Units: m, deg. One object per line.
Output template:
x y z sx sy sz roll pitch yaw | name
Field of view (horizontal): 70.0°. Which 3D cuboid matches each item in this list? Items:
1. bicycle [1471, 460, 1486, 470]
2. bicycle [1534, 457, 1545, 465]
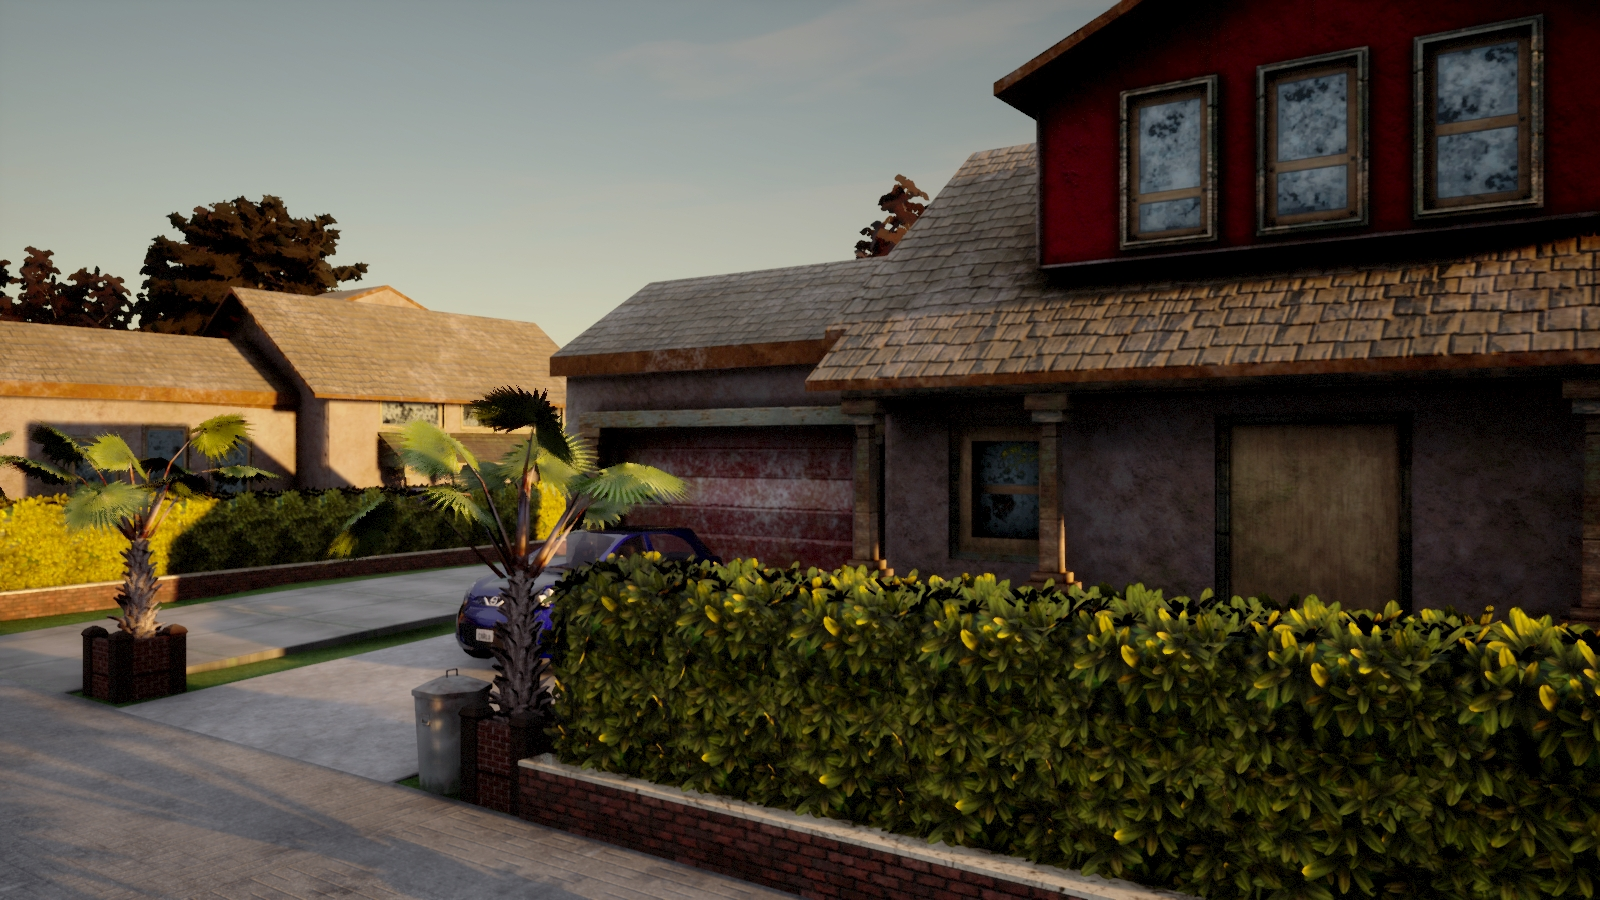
93.843 2.054 158.010 1.835 1.471 0.329 0 0 35 | bicycle
135.250 2.052 208.906 1.643 1.496 0.373 1 0 35 | bicycle
